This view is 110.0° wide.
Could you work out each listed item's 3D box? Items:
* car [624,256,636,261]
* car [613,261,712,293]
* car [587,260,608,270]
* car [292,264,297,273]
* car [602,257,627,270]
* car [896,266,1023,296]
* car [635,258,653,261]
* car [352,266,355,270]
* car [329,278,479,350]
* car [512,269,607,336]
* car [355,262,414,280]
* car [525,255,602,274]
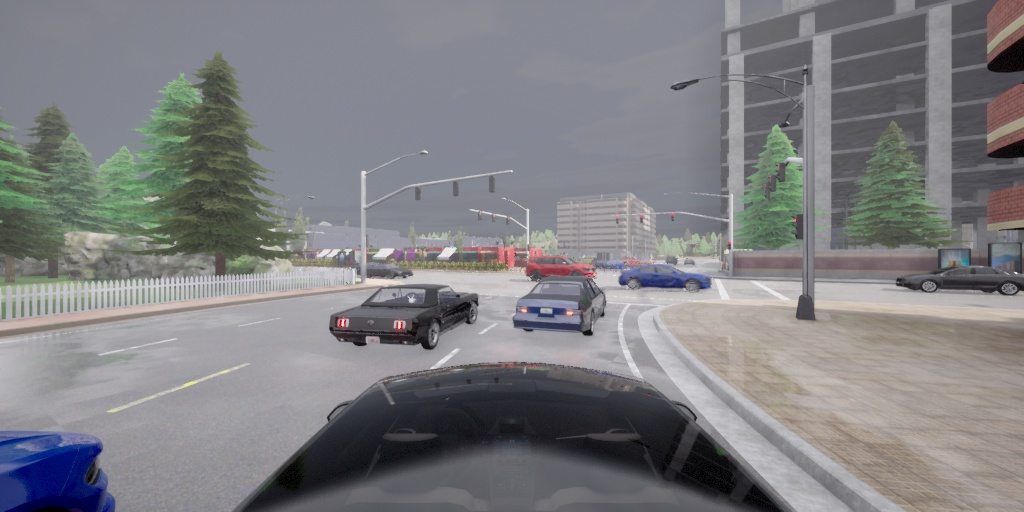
[{"bbox_3d":[18.630,0.971,57.287,2.150,2.045,5.566,0,0,30],"label":"car"},{"bbox_3d":[8.830,1.245,20.996,5.008,1.535,1.882,0,0,30],"label":"car"},{"bbox_3d":[13.183,1.350,54.794,1.895,1.301,4.718,0,0,30],"label":"car"},{"bbox_3d":[-26.875,1.296,41.536,4.902,1.511,2.128,0,0,30],"label":"car"},{"bbox_3d":[13.866,1.227,48.905,1.882,1.535,5.008,0,0,30],"label":"car"},{"bbox_3d":[24.964,1.310,20.013,4.892,1.490,1.837,0,0,30],"label":"car"},{"bbox_3d":[19.350,1.227,51.090,1.882,1.535,5.008,0,0,29],"label":"car"},{"bbox_3d":[-15.008,1.352,38.743,5.357,1.411,2.033,0,0,30],"label":"car"},{"bbox_3d":[-2.292,1.351,9.163,1.895,1.301,4.718,0,0,11],"label":"car"},{"bbox_3d":[1.639,1.297,10.534,2.033,1.411,5.357,0,0,20],"label":"car"},{"bbox_3d":[-11.473,1.352,32.671,5.357,1.411,2.033,0,0,30],"label":"car"},{"bbox_3d":[3.733,1.014,27.961,5.566,2.045,2.150,0,0,30],"label":"car"}]
